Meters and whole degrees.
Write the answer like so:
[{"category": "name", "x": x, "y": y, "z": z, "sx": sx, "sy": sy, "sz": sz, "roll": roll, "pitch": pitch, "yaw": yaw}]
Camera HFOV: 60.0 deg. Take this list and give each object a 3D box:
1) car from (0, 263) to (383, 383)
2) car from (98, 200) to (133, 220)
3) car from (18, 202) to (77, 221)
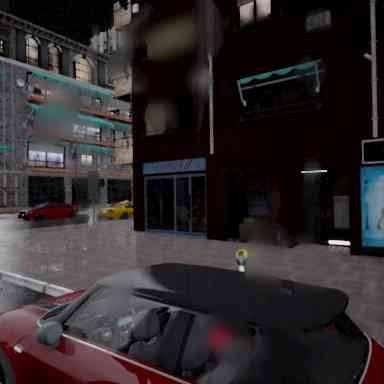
[{"category": "car", "x": -0.356, "y": 1.441, "z": 3.206, "sx": 4.097, "sy": 1.590, "sz": 1.967, "roll": 0, "pitch": -1, "yaw": 36}, {"category": "car", "x": -4.618, "y": 1.282, "z": 24.563, "sx": 1.752, "sy": 1.417, "sz": 4.829, "roll": -1, "pitch": 0, "yaw": 36}, {"category": "car", "x": -11.040, "y": 1.450, "z": 25.620, "sx": 1.994, "sy": 1.385, "sz": 4.181, "roll": -1, "pitch": 0, "yaw": 36}]
